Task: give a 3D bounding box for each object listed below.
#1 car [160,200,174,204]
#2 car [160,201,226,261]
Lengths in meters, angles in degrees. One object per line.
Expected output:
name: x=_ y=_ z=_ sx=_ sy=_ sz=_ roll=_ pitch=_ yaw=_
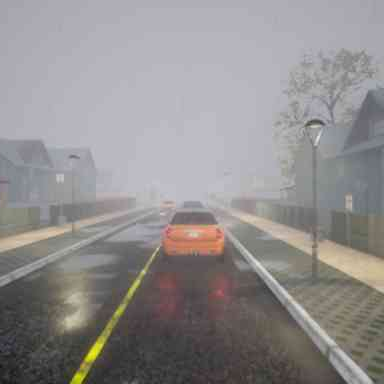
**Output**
car: x=-2.824 y=1.700 z=40.769 sx=1.882 sy=1.535 sz=5.008 roll=0 pitch=0 yaw=0
car: x=0.070 y=1.387 z=12.591 sx=2.097 sy=1.767 sz=4.553 roll=0 pitch=0 yaw=0
